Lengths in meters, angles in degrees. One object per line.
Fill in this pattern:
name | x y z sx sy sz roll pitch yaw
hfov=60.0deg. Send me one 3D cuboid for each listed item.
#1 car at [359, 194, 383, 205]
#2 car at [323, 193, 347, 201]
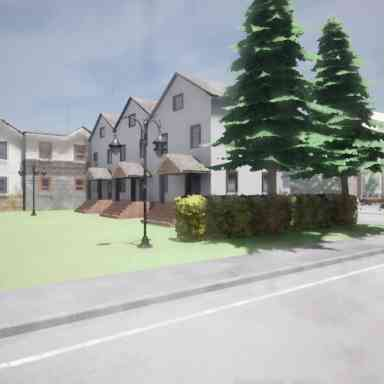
car | 27.271 1.084 49.273 1.932 1.855 4.605 0 0 -36
car | 32.140 1.079 74.727 1.932 1.855 4.605 0 0 -36
